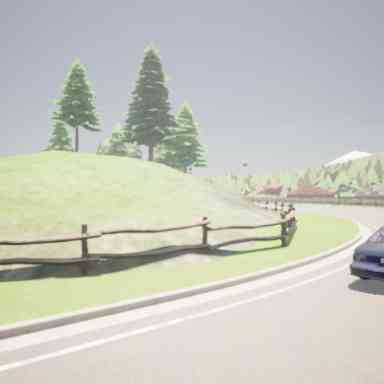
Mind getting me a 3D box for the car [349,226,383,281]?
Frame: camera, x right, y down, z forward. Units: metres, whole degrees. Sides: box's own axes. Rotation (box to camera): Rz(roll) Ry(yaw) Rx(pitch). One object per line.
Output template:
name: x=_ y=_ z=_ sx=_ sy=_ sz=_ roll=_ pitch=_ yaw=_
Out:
car: x=6.119 y=1.620 z=9.307 sx=2.033 sy=1.411 sz=5.357 roll=0 pitch=0 yaw=43
